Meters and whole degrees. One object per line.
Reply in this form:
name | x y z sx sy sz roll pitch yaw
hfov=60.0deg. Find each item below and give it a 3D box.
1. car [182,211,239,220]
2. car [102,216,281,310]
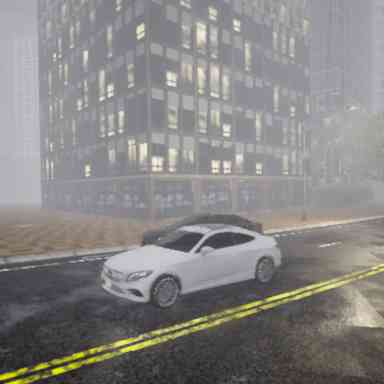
car | 0.530 1.495 12.307 5.008 1.535 1.882 0 0 -38
car | 0.213 1.536 7.978 4.674 1.442 1.812 0 0 -37
